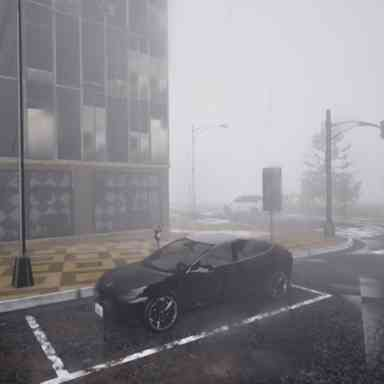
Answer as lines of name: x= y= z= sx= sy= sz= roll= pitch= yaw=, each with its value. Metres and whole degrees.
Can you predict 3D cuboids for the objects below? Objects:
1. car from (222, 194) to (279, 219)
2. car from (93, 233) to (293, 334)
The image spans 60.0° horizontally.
car: x=5.106 y=1.219 z=29.487 sx=2.150 sy=2.045 sz=5.566 roll=-1 pitch=1 yaw=-37
car: x=0.240 y=1.564 z=6.739 sx=4.313 sy=1.339 sz=1.947 roll=0 pitch=-1 yaw=-35
